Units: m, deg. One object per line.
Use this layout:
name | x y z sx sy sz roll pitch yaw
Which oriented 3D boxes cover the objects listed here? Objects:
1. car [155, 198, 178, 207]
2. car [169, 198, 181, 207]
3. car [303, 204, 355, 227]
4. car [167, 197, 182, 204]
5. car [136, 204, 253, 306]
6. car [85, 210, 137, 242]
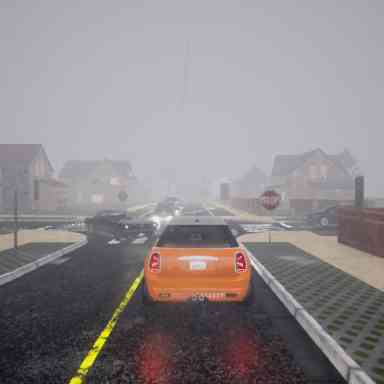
car | -2.831 1.651 35.139 1.895 1.301 4.718 0 0 0
car | -2.809 1.669 55.282 1.812 1.442 4.674 0 0 0
car | 10.265 1.579 23.101 4.892 1.490 1.837 0 0 -2
car | -2.818 1.444 45.054 2.097 1.767 4.553 0 0 0
car | 0.105 1.352 8.162 2.097 1.767 4.553 0 0 0
car | -3.601 1.608 16.654 1.895 1.301 4.718 0 0 -38
